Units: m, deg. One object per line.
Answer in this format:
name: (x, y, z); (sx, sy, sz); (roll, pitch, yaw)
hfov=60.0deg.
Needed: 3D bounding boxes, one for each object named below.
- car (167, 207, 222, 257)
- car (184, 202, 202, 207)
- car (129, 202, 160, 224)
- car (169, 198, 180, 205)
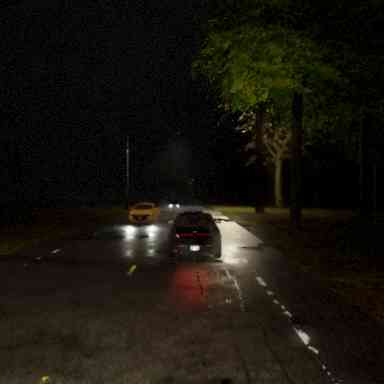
car: (0.096, 1.541, 13.049); (1.837, 1.490, 4.892); (0, 0, 0)
car: (0.108, 1.704, 34.035); (1.895, 1.301, 4.718); (0, 0, 0)
car: (-3.593, 1.553, 25.593); (1.882, 1.535, 5.008); (0, 0, 0)
car: (-3.486, 1.853, 66.834); (1.895, 1.301, 4.718); (0, 0, 0)
